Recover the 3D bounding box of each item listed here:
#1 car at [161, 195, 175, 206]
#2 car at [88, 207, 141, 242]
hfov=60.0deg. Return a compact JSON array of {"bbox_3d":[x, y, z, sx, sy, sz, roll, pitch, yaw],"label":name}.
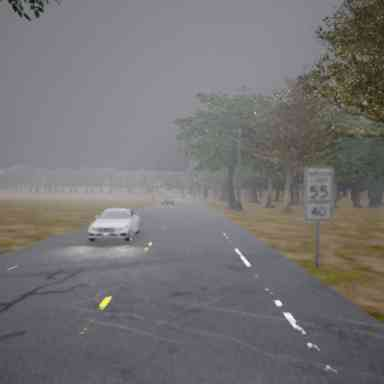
[{"bbox_3d":[-4.134,1.395,57.424,2.097,1.767,4.553,0,0,-1],"label":"car"},{"bbox_3d":[-3.656,1.505,16.403,1.812,1.442,4.674,0,0,0],"label":"car"}]
